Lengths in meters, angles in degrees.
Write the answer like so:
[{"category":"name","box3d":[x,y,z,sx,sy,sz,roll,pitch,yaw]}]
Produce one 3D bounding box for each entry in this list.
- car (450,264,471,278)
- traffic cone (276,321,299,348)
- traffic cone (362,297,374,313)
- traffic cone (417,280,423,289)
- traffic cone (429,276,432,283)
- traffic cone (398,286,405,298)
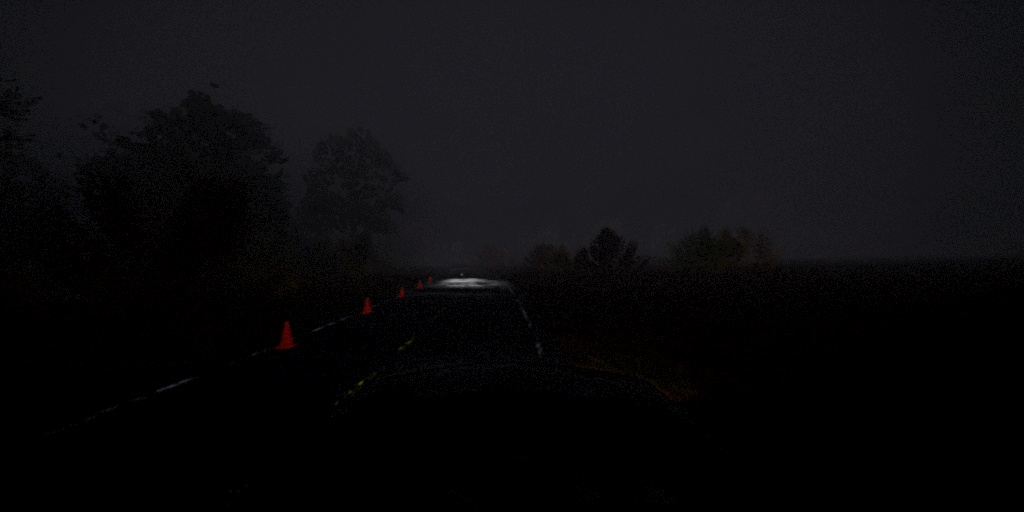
[{"category":"car","box3d":[-5.174,1.461,35.969,1.895,1.301,4.718,-1,0,-12]},{"category":"traffic cone","box3d":[-5.122,1.770,8.167,0.340,0.580,0.340,0,0,-1]},{"category":"traffic cone","box3d":[-5.280,1.778,13.109,0.340,0.580,0.340,0,0,-2]},{"category":"traffic cone","box3d":[-5.903,1.800,22.978,0.340,0.580,0.340,0,0,-5]},{"category":"traffic cone","box3d":[-6.367,1.813,27.900,0.340,0.580,0.340,0,0,-6]},{"category":"traffic cone","box3d":[-5.540,1.788,18.046,0.340,0.580,0.340,0,0,-4]}]
